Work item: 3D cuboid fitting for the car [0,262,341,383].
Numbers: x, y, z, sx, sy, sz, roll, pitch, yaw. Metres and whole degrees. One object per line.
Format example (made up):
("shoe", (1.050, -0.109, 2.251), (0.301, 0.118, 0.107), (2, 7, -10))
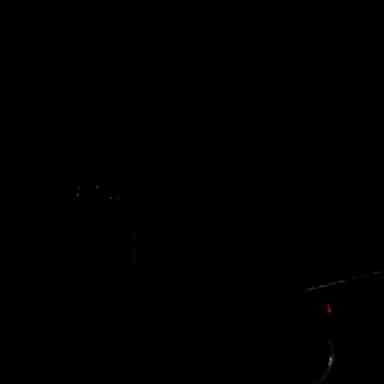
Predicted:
("car", (-0.199, 1.586, 3.792), (4.181, 1.385, 1.994), (1, 0, -35))
